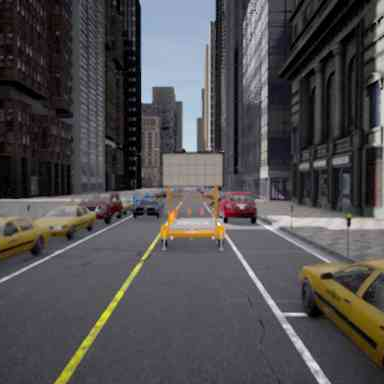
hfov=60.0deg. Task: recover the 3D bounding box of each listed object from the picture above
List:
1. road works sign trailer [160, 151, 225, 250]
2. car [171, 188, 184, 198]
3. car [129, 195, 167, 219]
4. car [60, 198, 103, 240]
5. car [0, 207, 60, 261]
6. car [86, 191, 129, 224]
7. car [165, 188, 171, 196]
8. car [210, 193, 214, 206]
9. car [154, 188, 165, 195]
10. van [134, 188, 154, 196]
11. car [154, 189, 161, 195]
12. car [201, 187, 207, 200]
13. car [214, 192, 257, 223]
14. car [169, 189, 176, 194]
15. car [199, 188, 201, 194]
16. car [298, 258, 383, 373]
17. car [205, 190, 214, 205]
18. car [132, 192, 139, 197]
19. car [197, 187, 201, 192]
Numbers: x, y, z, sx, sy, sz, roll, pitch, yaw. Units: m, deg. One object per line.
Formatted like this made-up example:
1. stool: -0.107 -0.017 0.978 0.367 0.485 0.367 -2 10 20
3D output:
1. road works sign trailer: 0.027 0.211 12.958 2.380 3.560 2.880 0 1 0
2. car: -2.886 0.383 64.460 1.895 1.301 4.718 0 1 1
3. car: -3.051 1.135 24.014 1.895 1.301 4.718 0 1 0
4. car: -5.734 1.226 15.263 1.752 1.417 4.829 0 1 0
5. car: -5.745 1.334 9.624 1.752 1.417 4.829 0 1 0
6. car: -5.723 0.904 21.069 2.192 1.841 5.009 0 1 0
7. car: -5.642 0.168 60.547 2.192 1.841 5.009 0 1 0
8. car: 2.815 1.037 26.703 2.008 1.369 4.403 0 1 0
9. car: -5.665 0.375 49.267 2.192 1.841 5.009 0 1 0
10. van: -5.688 0.611 37.989 1.690 1.788 3.998 0 1 0
11. car: -5.676 0.715 43.632 2.008 1.369 4.403 0 1 0
12. car: 2.872 0.400 54.897 1.967 1.590 4.097 0 1 0
13. car: 2.802 0.908 21.059 2.192 1.841 5.009 0 1 0
14. car: -5.572 -0.242 94.220 1.752 1.417 4.829 0 1 0
15. car: 2.896 0.319 66.179 1.947 1.339 4.313 0 1 0
16. car: 2.769 1.440 4.315 1.752 1.417 4.829 0 1 0
17. car: 2.838 0.824 37.982 2.008 1.369 4.403 0 1 0
18. car: -5.711 1.011 26.543 1.752 1.417 4.829 0 1 0
19. car: 2.930 -0.014 83.098 1.887 1.381 4.507 0 1 0
